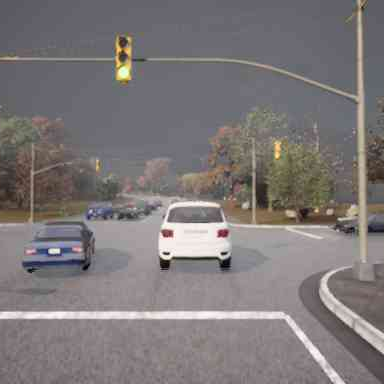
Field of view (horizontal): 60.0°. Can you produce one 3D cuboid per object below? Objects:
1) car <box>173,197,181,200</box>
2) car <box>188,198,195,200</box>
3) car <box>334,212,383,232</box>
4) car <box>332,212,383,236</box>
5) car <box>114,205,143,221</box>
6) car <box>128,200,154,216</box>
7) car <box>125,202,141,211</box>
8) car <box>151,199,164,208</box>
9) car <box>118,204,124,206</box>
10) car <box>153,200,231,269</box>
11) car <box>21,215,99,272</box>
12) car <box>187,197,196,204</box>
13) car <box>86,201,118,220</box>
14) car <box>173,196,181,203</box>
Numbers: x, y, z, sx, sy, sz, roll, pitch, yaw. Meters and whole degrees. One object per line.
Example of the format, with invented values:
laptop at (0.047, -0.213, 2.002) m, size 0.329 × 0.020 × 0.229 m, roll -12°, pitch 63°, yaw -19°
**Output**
car at (-3.498, 2.249, 69.060) m, size 1.994 × 1.385 × 4.181 m, roll 0°, pitch 1°, yaw 0°
car at (0.002, 2.221, 69.213) m, size 2.128 × 1.511 × 4.902 m, roll 0°, pitch 1°, yaw 0°
car at (13.151, 2.148, 24.327) m, size 4.718 × 1.301 × 1.895 m, roll 0°, pitch -2°, yaw -2°
car at (11.719, 1.990, 20.779) m, size 5.357 × 1.411 × 2.033 m, roll 0°, pitch -2°, yaw -2°
car at (-7.085, 2.493, 37.477) m, size 1.895 × 1.301 × 4.718 m, roll 0°, pitch -1°, yaw -1°
car at (-7.088, 2.212, 47.001) m, size 2.150 × 2.045 × 5.566 m, roll 0°, pitch 0°, yaw 0°
car at (-10.507, 2.496, 59.415) m, size 1.895 × 1.301 × 4.718 m, roll 0°, pitch 1°, yaw 0°
car at (-6.997, 2.278, 67.623) m, size 2.033 × 1.411 × 5.357 m, roll 0°, pitch 1°, yaw 0°
car at (-10.576, 2.541, 49.131) m, size 2.033 × 1.411 × 5.357 m, roll 0°, pitch 0°, yaw 1°
car at (0.098, 1.400, 11.847) m, size 2.150 × 2.045 × 5.566 m, roll 0°, pitch -2°, yaw 0°
car at (-4.398, 1.719, 11.473) m, size 2.033 × 1.411 × 5.357 m, roll 0°, pitch -2°, yaw -15°
car at (-0.102, 2.054, 79.265) m, size 1.994 × 1.385 × 4.181 m, roll 0°, pitch 1°, yaw -3°
car at (-10.606, 2.137, 38.831) m, size 2.150 × 2.045 × 5.566 m, roll 0°, pitch -1°, yaw -2°
car at (-3.591, 1.809, 79.117) m, size 1.882 × 1.535 × 5.008 m, roll 0°, pitch 1°, yaw -3°
